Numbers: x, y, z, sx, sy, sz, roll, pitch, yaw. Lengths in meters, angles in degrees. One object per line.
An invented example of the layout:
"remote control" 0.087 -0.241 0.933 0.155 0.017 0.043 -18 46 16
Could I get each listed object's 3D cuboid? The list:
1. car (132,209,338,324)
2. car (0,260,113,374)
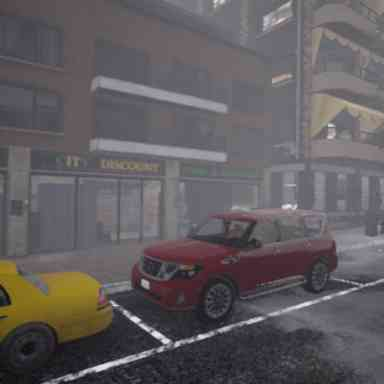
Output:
"car" 1.224 1.341 7.409 5.009 1.841 2.192 0 1 -35
"car" -3.454 1.523 4.081 4.829 1.417 1.752 0 1 -35
